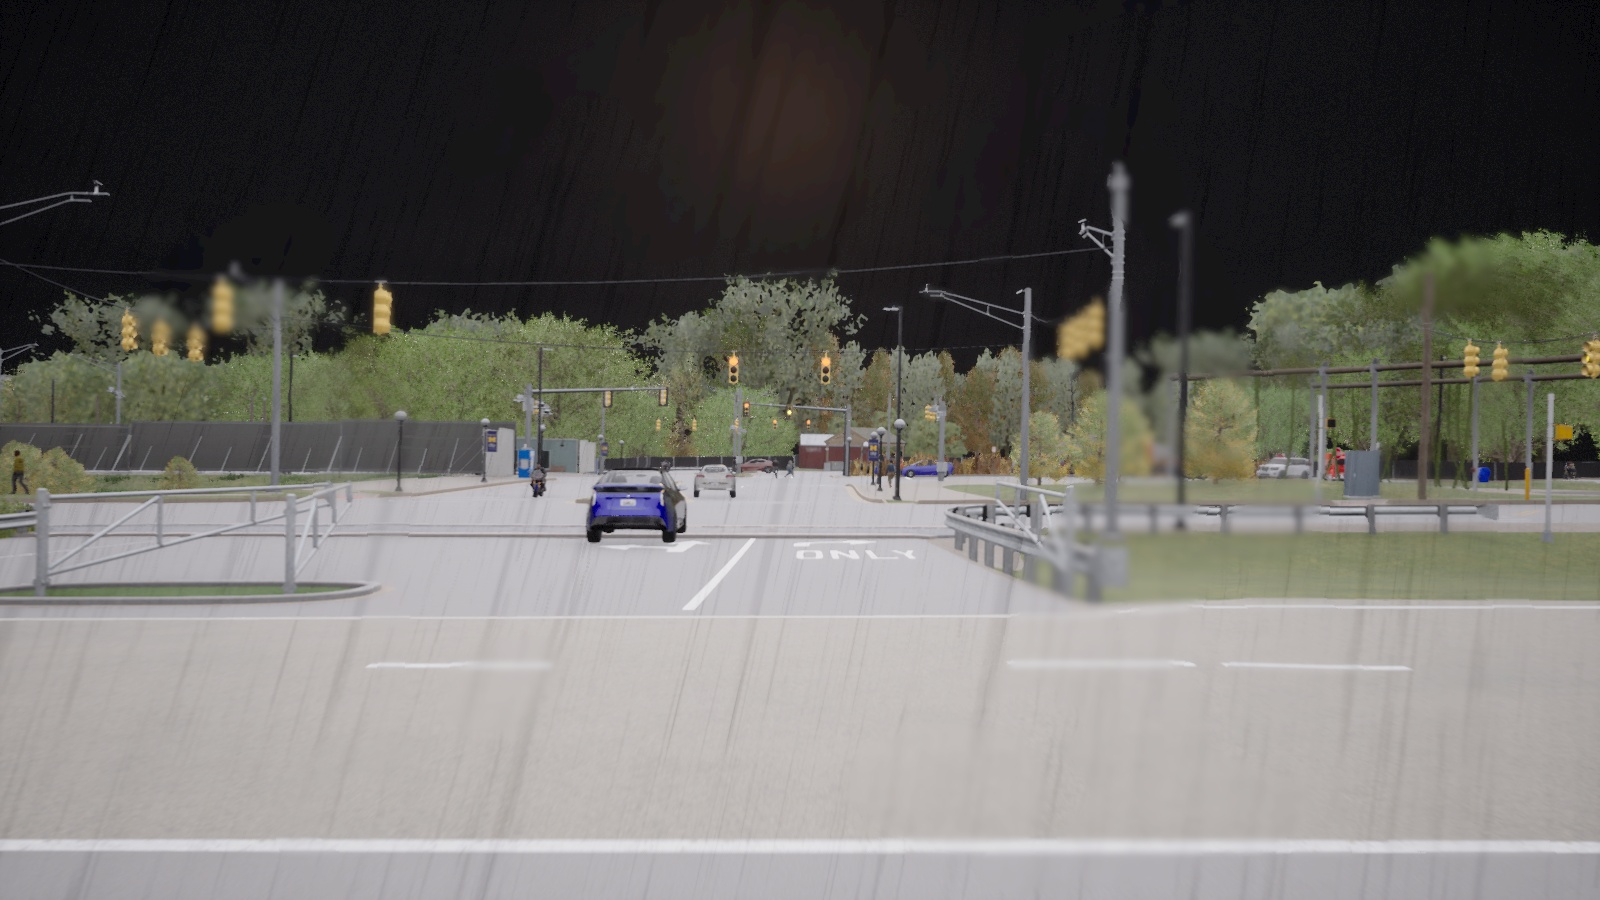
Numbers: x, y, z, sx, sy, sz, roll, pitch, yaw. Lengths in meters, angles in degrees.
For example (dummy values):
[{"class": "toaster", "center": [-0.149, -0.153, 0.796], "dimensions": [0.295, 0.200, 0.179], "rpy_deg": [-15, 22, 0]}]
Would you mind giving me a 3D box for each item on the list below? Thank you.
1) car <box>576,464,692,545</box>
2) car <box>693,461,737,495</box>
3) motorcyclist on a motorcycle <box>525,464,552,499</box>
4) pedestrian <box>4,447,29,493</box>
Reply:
[{"class": "car", "center": [-3.463, 1.091, 26.953], "dimensions": [2.007, 1.525, 4.514], "rpy_deg": [0, 0, -2]}, {"class": "car", "center": [-4.374, 1.402, 64.377], "dimensions": [2.152, 1.651, 5.027], "rpy_deg": [1, 0, -4]}, {"class": "motorcyclist on a motorcycle", "center": [-11.647, 1.382, 55.931], "dimensions": [0.866, 1.530, 2.191], "rpy_deg": [0, 0, -3]}, {"class": "pedestrian", "center": [-31.233, 0.799, 50.052], "dimensions": [0.726, 1.835, 0.370], "rpy_deg": [1, 0, -1]}]
